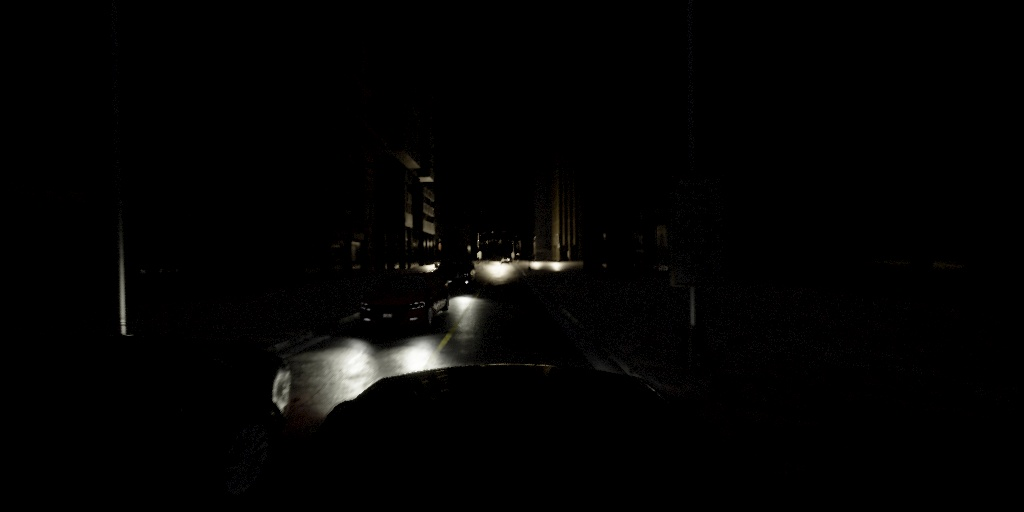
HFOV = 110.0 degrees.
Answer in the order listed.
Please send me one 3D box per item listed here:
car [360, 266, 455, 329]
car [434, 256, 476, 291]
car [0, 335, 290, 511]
[{"bbox_3d":[-3.271,1.277,11.790,1.882,1.535,5.008,-1,0,-1],"label":"car"},{"bbox_3d":[-3.476,1.032,22.446,2.150,2.045,5.566,-1,0,-1],"label":"car"},{"bbox_3d":[-3.068,1.293,1.572,1.837,1.490,4.892,-1,0,-1],"label":"car"}]
